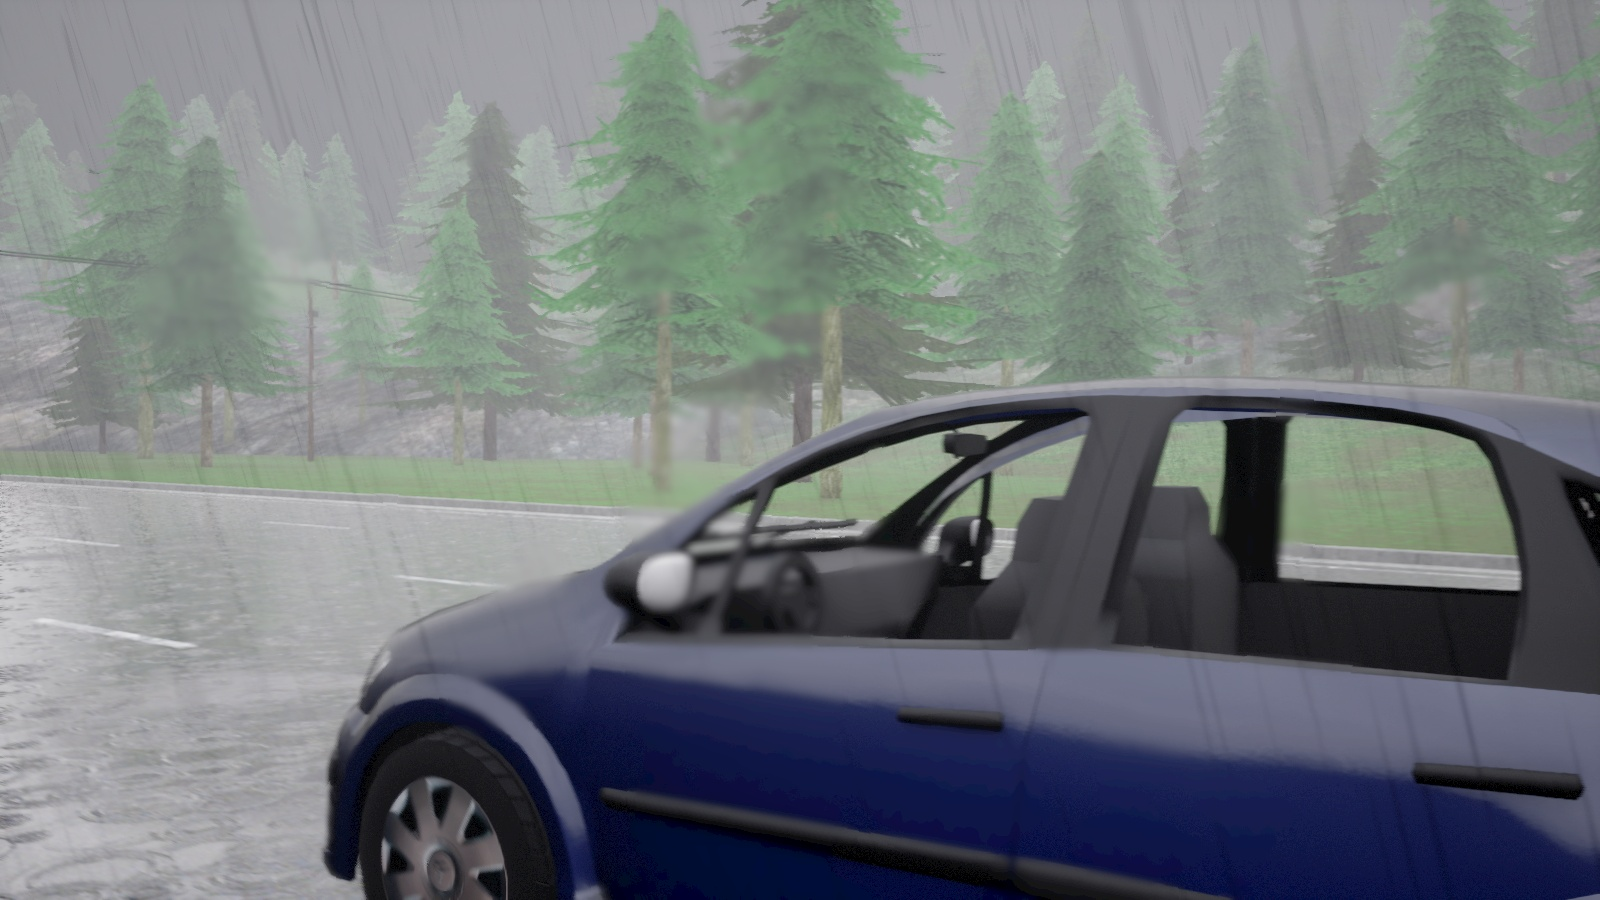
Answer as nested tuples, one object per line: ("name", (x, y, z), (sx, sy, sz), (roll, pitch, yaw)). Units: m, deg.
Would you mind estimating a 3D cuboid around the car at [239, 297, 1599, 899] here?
("car", (0.595, 0.580, 3.225), (3.988, 1.617, 1.851), (0, 1, 34))
